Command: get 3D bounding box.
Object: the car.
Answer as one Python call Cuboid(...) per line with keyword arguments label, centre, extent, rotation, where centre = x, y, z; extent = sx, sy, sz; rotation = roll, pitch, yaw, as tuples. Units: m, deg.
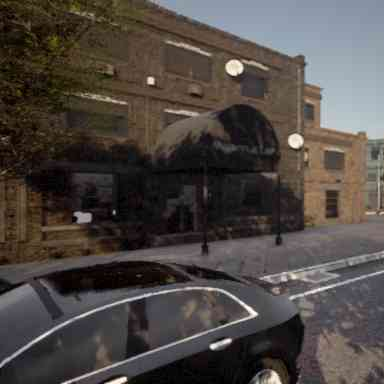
Cuboid(label="car", centre=(-1.009, 1.505, 2.966), extent=(4.892, 1.490, 1.837), rotation=(0, 0, -35))
